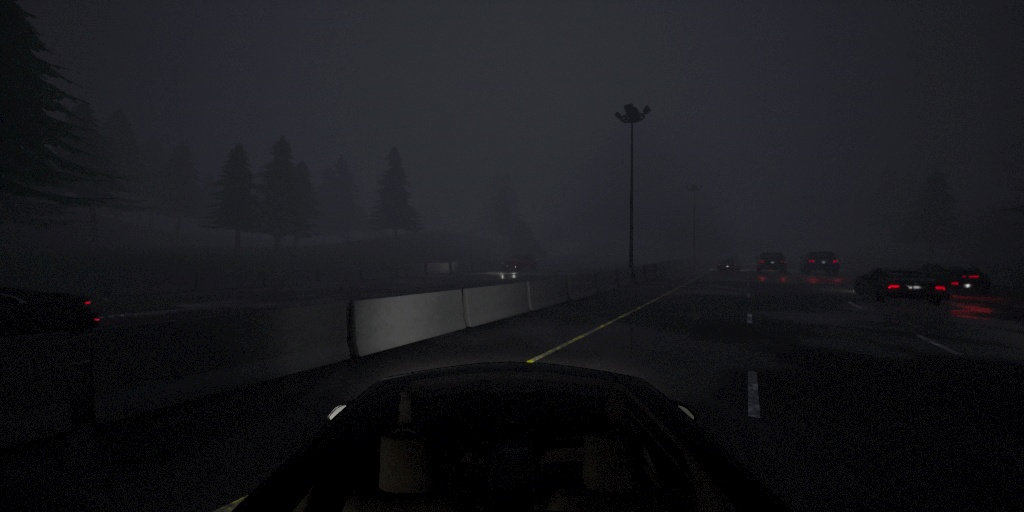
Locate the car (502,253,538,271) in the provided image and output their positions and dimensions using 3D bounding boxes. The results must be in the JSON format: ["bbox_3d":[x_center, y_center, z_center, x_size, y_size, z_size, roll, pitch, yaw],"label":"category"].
[{"bbox_3d":[0.992,0.730,42.902,2.150,2.045,5.566,0,1,33],"label":"car"}]

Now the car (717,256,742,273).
[{"bbox_3d":[22.281,0.956,36.899,1.994,1.385,4.181,0,1,33],"label":"car"}]

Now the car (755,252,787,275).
[{"bbox_3d":[24.829,0.628,34.397,2.150,2.045,5.566,0,1,33],"label":"car"}]

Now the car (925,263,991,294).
[{"bbox_3d":[23.316,1.116,19.308,1.837,1.490,4.892,0,1,33],"label":"car"}]

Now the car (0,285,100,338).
[{"bbox_3d":[-10.703,1.231,6.052,2.128,1.511,4.902,0,0,33],"label":"car"}]

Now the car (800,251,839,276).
[{"bbox_3d":[27.741,0.622,32.456,2.150,2.045,5.566,0,0,33],"label":"car"}]

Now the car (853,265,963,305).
[{"bbox_3d":[16.797,1.221,15.744,2.033,1.411,5.357,0,1,33],"label":"car"}]
